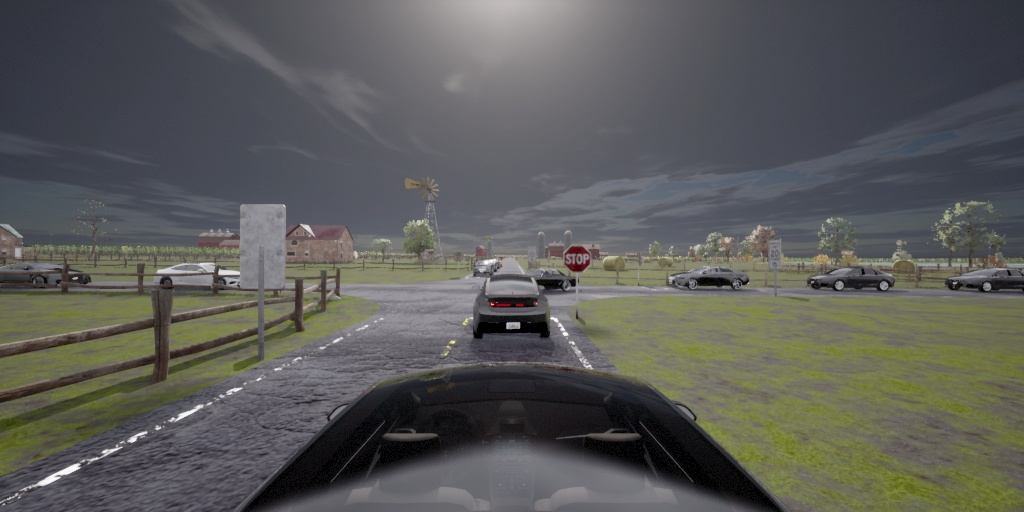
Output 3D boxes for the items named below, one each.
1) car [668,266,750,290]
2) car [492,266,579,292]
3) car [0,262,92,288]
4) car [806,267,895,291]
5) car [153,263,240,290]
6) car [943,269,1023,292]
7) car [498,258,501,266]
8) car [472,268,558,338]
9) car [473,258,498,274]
[{"bbox_3d":[12.788,1.397,23.434,4.902,1.511,2.128,1,-1,-2],"label":"car"},{"bbox_3d":[1.491,1.369,20.201,4.718,1.301,1.895,1,0,-35],"label":"car"},{"bbox_3d":[-26.372,1.048,19.977,4.181,1.385,1.994,1,-1,-1],"label":"car"},{"bbox_3d":[22.190,1.499,23.609,4.892,1.490,1.837,1,-1,-1],"label":"car"},{"bbox_3d":[-17.252,1.104,20.103,4.674,1.442,1.812,1,-1,-1],"label":"car"},{"bbox_3d":[31.692,1.587,23.734,4.892,1.490,1.837,1,-1,-1],"label":"car"},{"bbox_3d":[-2.872,1.241,46.285,2.128,1.511,4.902,0,0,0],"label":"car"},{"bbox_3d":[-0.078,1.256,10.154,1.837,1.490,4.892,0,0,-3],"label":"car"},{"bbox_3d":[-2.875,1.243,36.839,2.128,1.511,4.902,0,0,0],"label":"car"}]
